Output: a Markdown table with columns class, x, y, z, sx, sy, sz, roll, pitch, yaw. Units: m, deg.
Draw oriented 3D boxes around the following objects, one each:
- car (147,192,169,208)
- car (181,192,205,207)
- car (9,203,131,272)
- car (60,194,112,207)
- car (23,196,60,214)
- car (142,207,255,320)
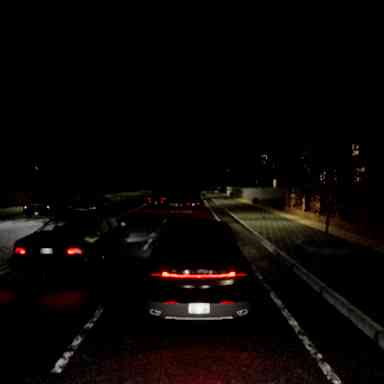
| class | x | y | z | sx | sy | sz | roll | pitch | yaw |
| --- | --- | --- | --- | --- | --- | --- | --- | --- | --- |
| car | -3.159 | 0.703 | 31.474 | 1.812 | 1.442 | 4.674 | 0 | 1 | 0 |
| car | 0.101 | 0.726 | 29.767 | 1.837 | 1.490 | 4.892 | 0 | 1 | 0 |
| car | -3.190 | 1.286 | 9.839 | 2.033 | 1.411 | 5.357 | 0 | 1 | 0 |
| car | -6.596 | 0.911 | 22.070 | 2.128 | 1.511 | 4.902 | 0 | 1 | 0 |
| car | -9.847 | 0.990 | 23.264 | 1.895 | 1.301 | 4.718 | 0 | 1 | 0 |
| car | 0.099 | 1.316 | 7.064 | 1.837 | 1.490 | 4.892 | 0 | 1 | 0 |
